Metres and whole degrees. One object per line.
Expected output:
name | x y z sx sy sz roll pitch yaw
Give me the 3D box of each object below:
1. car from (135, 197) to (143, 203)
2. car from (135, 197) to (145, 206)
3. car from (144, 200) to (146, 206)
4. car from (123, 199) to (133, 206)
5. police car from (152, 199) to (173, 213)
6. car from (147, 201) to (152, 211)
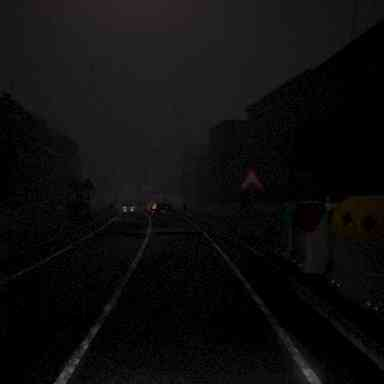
car | -14.586 2.052 91.151 1.994 1.385 4.181 0 2 -12
car | -11.570 2.313 76.454 1.837 1.490 4.892 0 1 -12
car | -6.777 2.323 57.568 1.812 1.442 4.674 0 -1 -12
car | -14.426 2.401 75.451 1.837 1.490 4.892 0 0 -12
police car | -3.587 1.723 41.979 1.930 1.638 5.238 0 -2 -11
car | -5.611 2.093 51.875 1.801 1.575 5.366 0 -2 -12
